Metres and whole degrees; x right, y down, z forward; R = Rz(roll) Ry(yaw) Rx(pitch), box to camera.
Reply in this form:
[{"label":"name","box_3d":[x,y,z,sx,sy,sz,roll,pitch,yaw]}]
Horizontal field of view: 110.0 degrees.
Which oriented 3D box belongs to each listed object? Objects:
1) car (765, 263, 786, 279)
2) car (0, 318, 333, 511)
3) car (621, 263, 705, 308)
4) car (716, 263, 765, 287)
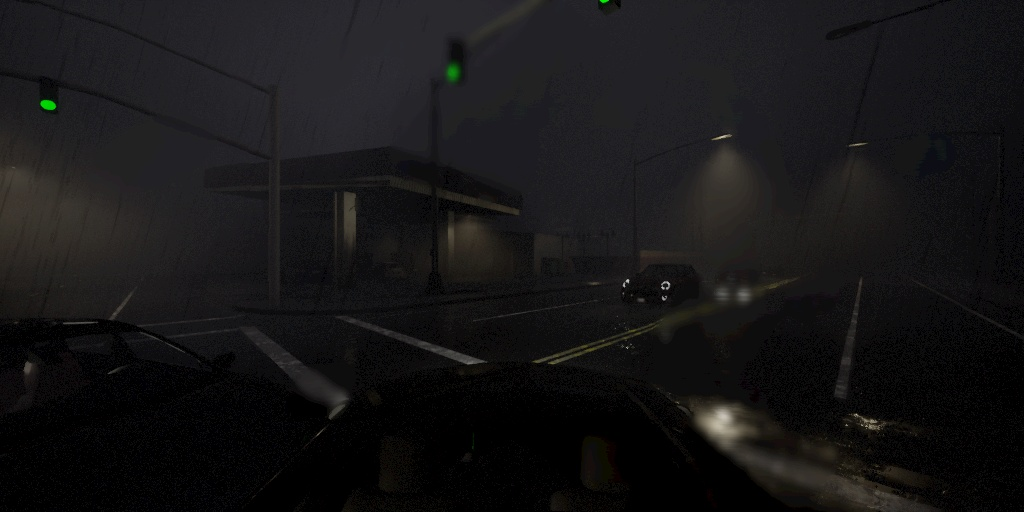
[{"label":"car","box_3d":[23.032,1.314,32.044,1.994,1.385,4.181,0,0,45]},{"label":"car","box_3d":[-3.443,1.242,2.419,4.902,1.511,2.128,0,0,14]},{"label":"car","box_3d":[6.502,1.101,15.308,2.097,1.767,4.553,0,0,45]},{"label":"car","box_3d":[15.402,1.314,24.340,1.994,1.385,4.181,0,0,44]}]
